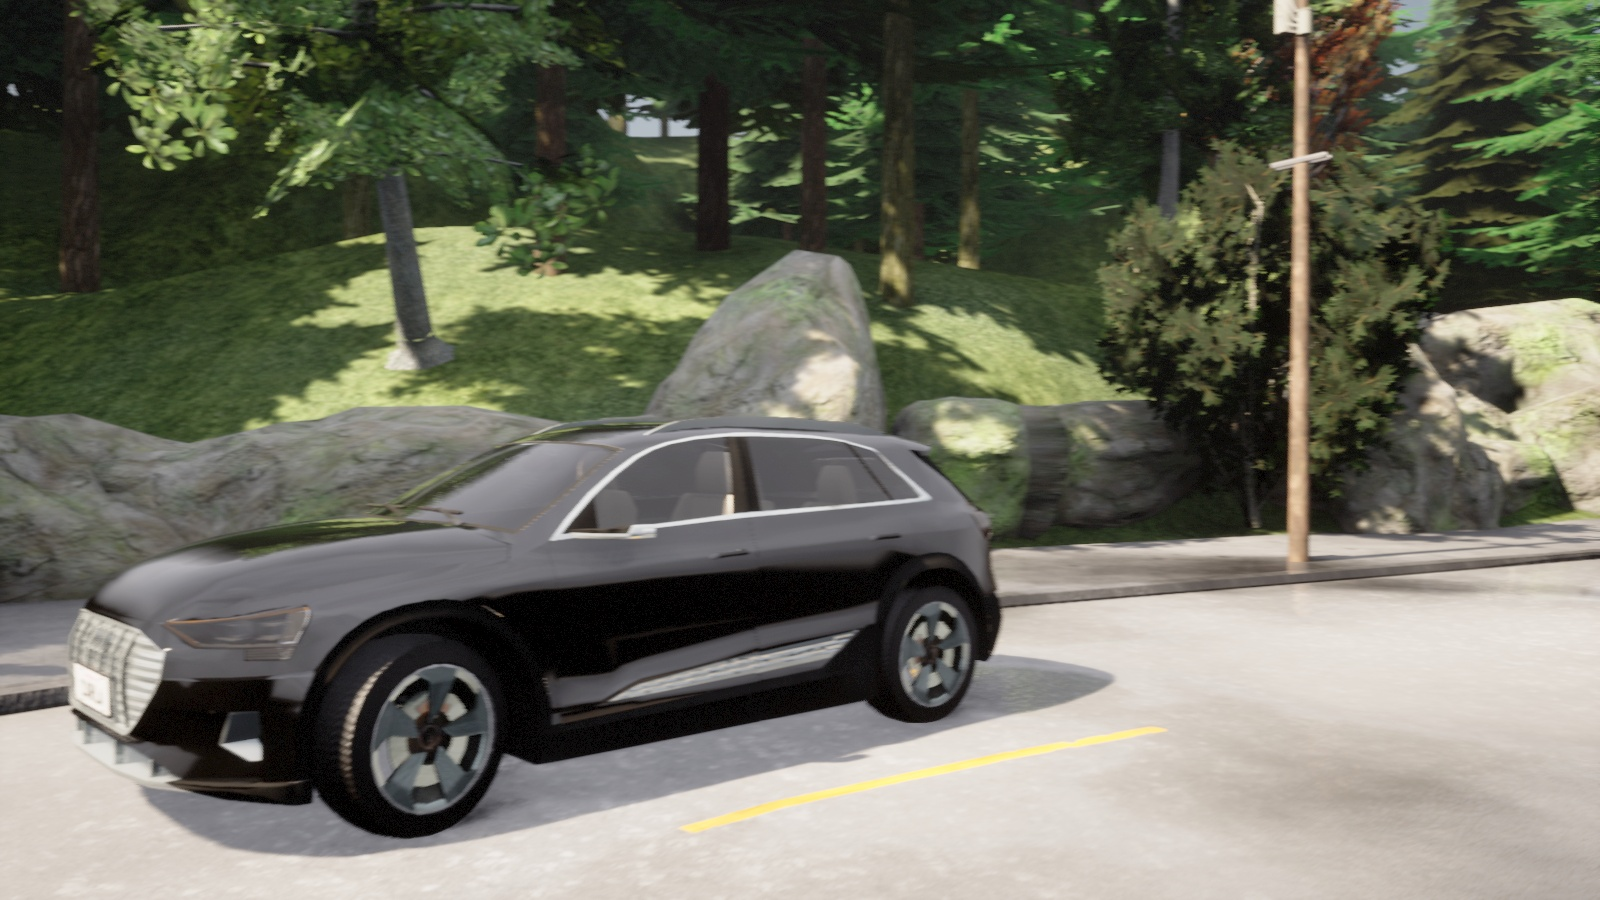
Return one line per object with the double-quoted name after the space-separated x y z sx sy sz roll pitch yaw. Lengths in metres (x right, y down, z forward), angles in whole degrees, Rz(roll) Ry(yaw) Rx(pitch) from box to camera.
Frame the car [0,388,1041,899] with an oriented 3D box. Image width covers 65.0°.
-1.065 0.631 6.283 4.856 1.649 2.033 0 0 -44 "car"
